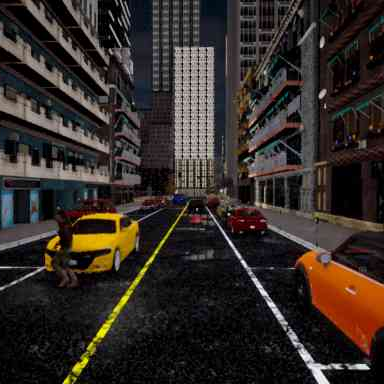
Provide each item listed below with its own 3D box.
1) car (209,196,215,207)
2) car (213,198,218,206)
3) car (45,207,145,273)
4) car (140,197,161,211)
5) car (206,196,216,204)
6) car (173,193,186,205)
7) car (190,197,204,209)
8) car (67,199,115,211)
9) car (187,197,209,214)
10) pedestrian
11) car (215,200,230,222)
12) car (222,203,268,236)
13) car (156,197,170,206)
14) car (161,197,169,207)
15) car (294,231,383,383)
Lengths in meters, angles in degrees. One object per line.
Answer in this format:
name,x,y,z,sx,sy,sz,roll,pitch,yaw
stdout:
car,3.343,1.544,51.260,1.887,1.381,4.507,-1,0,1
car,3.060,1.523,29.338,1.752,1.417,4.829,-1,0,1
car,-2.962,1.476,10.822,1.882,1.535,5.008,0,1,1
car,-5.180,1.580,40.336,1.802,1.307,4.206,-1,0,1
car,3.486,1.526,62.476,1.752,1.417,4.829,-1,0,1
car,-2.250,1.224,60.763,2.150,2.045,5.566,0,0,1
car,0.673,1.476,46.194,1.882,1.535,5.008,0,0,1
car,-5.467,1.313,18.243,2.192,1.841,5.009,-1,0,1
car,0.554,1.501,35.877,1.837,1.490,4.892,0,0,1
pedestrian,-2.974,1.293,7.723,0.375,1.860,0.375,-1,1,1
car,2.987,1.549,23.645,2.008,1.369,4.403,-1,0,1
car,2.916,1.543,18.122,1.887,1.381,4.507,-1,0,1
car,-4.966,1.545,56.905,1.887,1.381,4.507,-1,0,1
car,-5.039,1.439,51.382,1.967,1.590,4.097,-1,0,1
car,3.062,1.350,4.846,2.097,1.767,4.553,0,0,1
